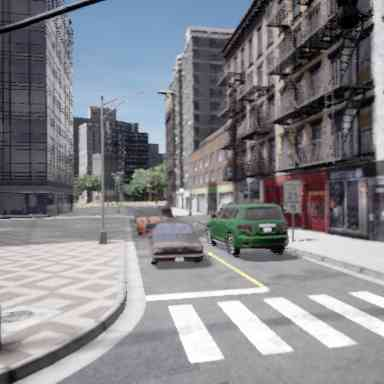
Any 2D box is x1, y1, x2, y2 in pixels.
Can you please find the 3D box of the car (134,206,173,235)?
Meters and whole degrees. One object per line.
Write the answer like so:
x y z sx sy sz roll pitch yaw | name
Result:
-2.731 1.941 23.154 2.097 1.767 4.553 -1 -1 -11 | car

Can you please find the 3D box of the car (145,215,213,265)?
-0.772 1.886 13.504 2.033 1.411 5.357 -1 -1 -8 | car

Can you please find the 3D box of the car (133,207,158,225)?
-4.714 2.331 33.101 2.128 1.511 4.902 -1 -1 -11 | car

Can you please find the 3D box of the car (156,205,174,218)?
-3.633 2.565 43.924 1.837 1.490 4.892 -1 -1 -11 | car

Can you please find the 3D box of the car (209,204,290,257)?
2.233 1.546 14.774 2.150 2.045 5.566 -1 -1 -12 | car
